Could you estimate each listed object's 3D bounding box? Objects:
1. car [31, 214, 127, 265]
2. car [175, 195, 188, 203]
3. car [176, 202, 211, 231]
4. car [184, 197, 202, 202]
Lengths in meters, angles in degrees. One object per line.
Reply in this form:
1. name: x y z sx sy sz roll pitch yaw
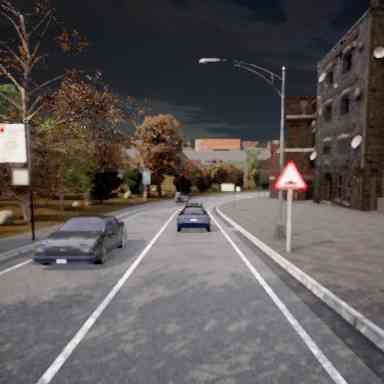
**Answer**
1. car: -3.602 1.525 11.835 2.033 1.411 5.357 0 0 0
2. car: -1.344 1.275 54.880 1.994 1.385 4.181 1 1 12
3. car: 0.096 1.526 20.478 1.994 1.385 4.181 0 0 0
4. car: 0.463 1.526 40.788 1.895 1.301 4.718 0 0 4
